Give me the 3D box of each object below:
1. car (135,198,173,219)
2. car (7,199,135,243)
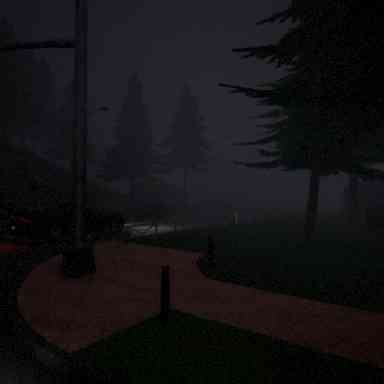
[{"bbox_3d":[-3.521,1.147,22.389,2.033,1.411,5.357,1,1,36],"label":"car"},{"bbox_3d":[-5.033,1.132,14.078,1.882,1.535,5.008,1,1,35],"label":"car"}]
